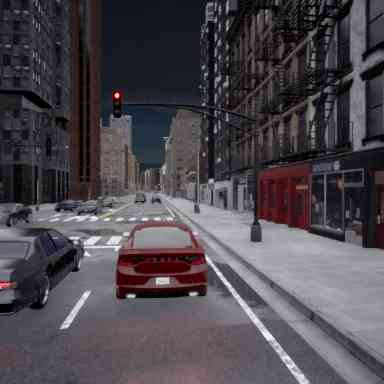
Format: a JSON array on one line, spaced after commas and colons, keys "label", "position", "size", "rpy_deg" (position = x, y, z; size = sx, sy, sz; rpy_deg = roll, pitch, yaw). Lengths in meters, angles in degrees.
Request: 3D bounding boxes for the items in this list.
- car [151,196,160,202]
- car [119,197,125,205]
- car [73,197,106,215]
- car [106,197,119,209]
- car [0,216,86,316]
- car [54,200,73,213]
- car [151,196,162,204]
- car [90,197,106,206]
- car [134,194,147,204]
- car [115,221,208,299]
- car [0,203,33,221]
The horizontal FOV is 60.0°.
[{"label": "car", "position": [-8.259, 1.573, 75.463], "size": [2.033, 1.411, 5.357], "rpy_deg": [0, 0, -6]}, {"label": "car", "position": [-13.085, 1.626, 59.458], "size": [1.895, 1.301, 4.718], "rpy_deg": [0, 0, -6]}, {"label": "car", "position": [-10.243, 1.516, 33.562], "size": [1.837, 1.490, 4.892], "rpy_deg": [0, 0, -6]}, {"label": "car", "position": [-11.513, 1.521, 45.025], "size": [1.837, 1.490, 4.892], "rpy_deg": [0, 0, -6]}, {"label": "car", "position": [-3.895, 1.547, 7.691], "size": [2.033, 1.411, 5.357], "rpy_deg": [0, 0, -6]}, {"label": "car", "position": [-13.984, 1.561, 37.793], "size": [2.033, 1.411, 5.357], "rpy_deg": [0, 0, -6]}, {"label": "car", "position": [-7.014, 1.533, 65.159], "size": [1.837, 1.490, 4.892], "rpy_deg": [0, 0, -6]}, {"label": "car", "position": [-16.134, 1.550, 57.382], "size": [1.812, 1.442, 4.674], "rpy_deg": [0, 0, -6]}, {"label": "car", "position": [-10.371, 1.629, 65.939], "size": [1.895, 1.301, 4.718], "rpy_deg": [0, 0, -6]}, {"label": "car", "position": [-0.788, 1.478, 8.556], "size": [1.882, 1.535, 5.008], "rpy_deg": [0, 0, -6]}, {"label": "car", "position": [-12.259, 1.507, 22.171], "size": [2.128, 1.511, 4.902], "rpy_deg": [-1, 0, -6]}]
